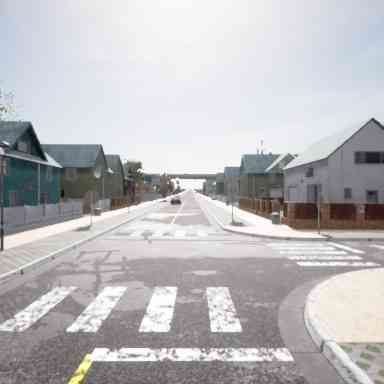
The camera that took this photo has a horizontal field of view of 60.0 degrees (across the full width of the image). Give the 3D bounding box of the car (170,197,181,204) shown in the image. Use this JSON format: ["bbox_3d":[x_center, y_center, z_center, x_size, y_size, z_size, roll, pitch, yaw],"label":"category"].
[{"bbox_3d":[-2.903,1.548,60.310,1.895,1.301,4.718,0,0,0],"label":"car"}]
